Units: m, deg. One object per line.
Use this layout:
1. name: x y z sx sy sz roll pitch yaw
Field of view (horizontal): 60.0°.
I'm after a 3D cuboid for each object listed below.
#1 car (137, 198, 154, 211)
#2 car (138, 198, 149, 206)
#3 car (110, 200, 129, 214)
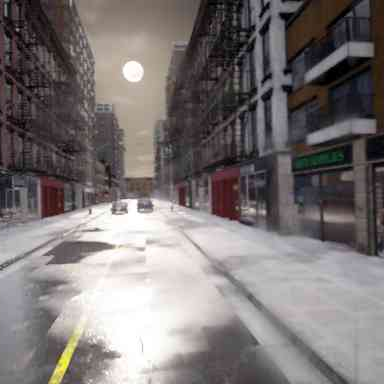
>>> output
1. car: -6.171 1.548 43.717 2.097 1.767 4.553 -2 0 -9
2. car: -9.523 1.936 65.562 1.895 1.301 4.718 -2 0 -8
3. car: -8.478 1.740 39.356 2.128 1.511 4.902 -2 0 -8
